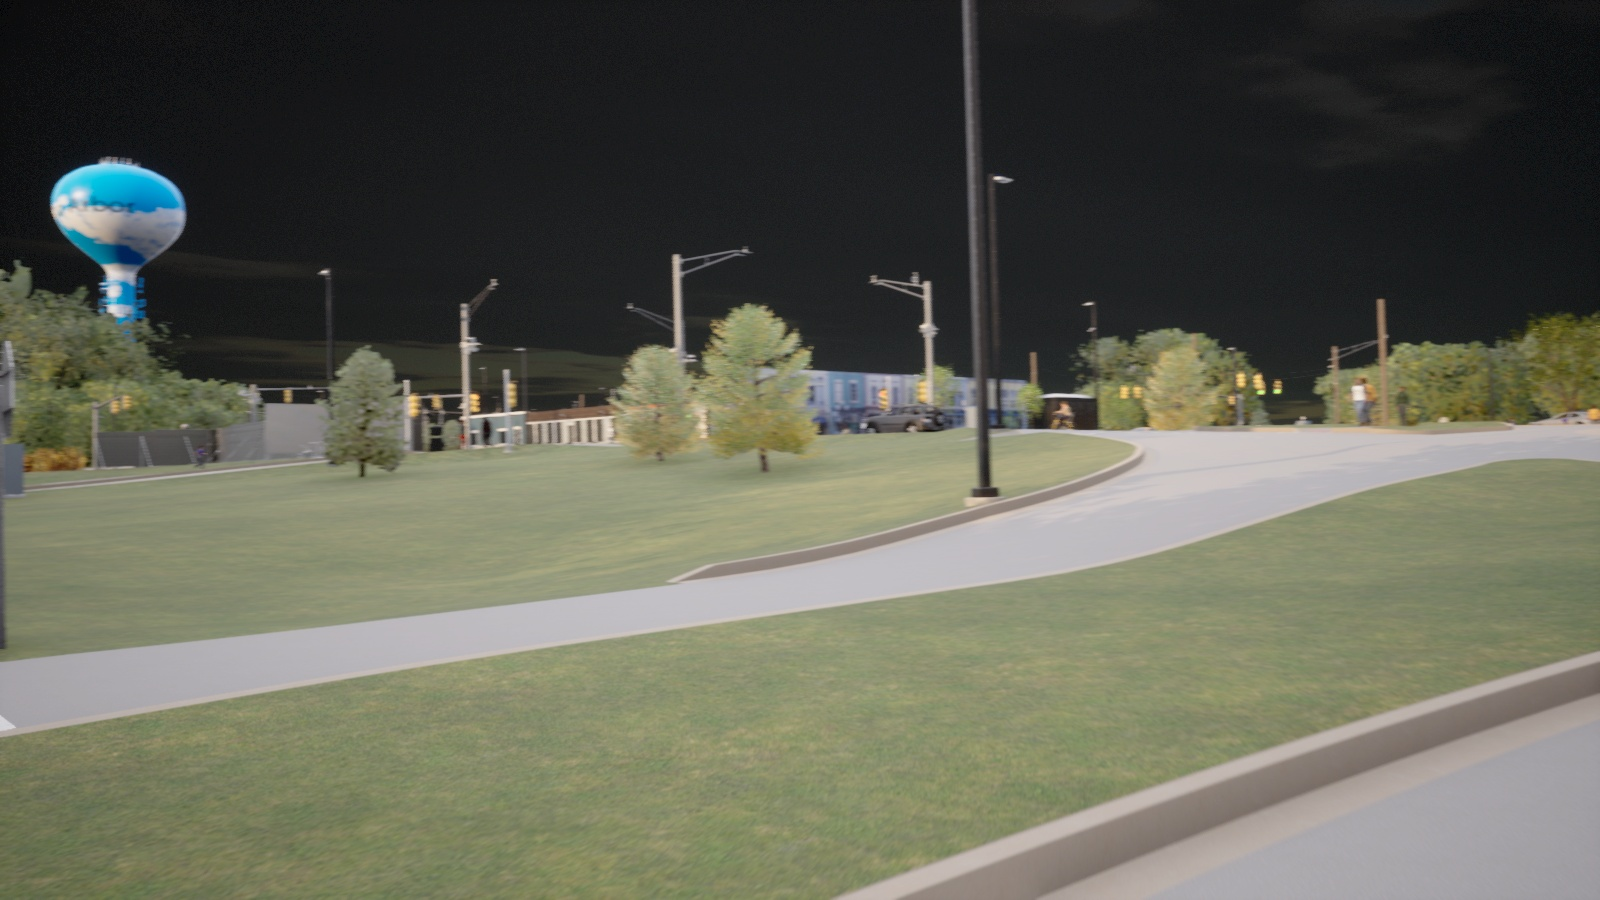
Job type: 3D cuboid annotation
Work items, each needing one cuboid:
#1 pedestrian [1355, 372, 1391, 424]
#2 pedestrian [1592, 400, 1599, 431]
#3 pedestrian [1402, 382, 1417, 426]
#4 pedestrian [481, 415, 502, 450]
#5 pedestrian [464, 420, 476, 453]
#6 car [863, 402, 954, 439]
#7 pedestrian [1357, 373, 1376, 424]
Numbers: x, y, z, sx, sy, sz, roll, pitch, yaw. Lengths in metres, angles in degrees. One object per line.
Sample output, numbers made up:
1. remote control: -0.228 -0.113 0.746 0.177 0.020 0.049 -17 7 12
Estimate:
1. pedestrian: 21.193 -1.910 46.439 0.900 1.855 0.874 -1 -2 -43
2. pedestrian: 49.420 -2.147 77.409 0.874 1.855 0.900 -3 -2 33
3. pedestrian: 26.015 -1.951 53.593 0.353 1.847 0.614 -3 -2 41
4. pedestrian: -16.341 -0.921 66.512 0.899 1.844 0.634 -3 -2 37
5. pedestrian: -18.650 -0.780 70.874 0.353 1.847 0.614 -1 -2 -44
6. car: 5.728 -1.543 66.766 1.932 1.855 4.605 -1 0 -45
7. pedestrian: 20.743 -1.883 45.986 0.354 1.836 0.706 -3 -2 42
